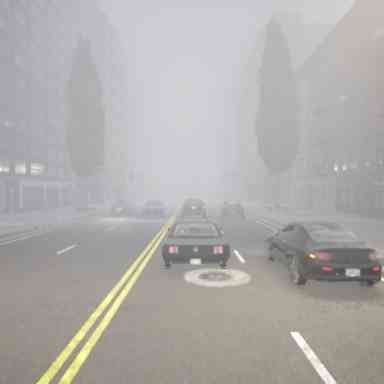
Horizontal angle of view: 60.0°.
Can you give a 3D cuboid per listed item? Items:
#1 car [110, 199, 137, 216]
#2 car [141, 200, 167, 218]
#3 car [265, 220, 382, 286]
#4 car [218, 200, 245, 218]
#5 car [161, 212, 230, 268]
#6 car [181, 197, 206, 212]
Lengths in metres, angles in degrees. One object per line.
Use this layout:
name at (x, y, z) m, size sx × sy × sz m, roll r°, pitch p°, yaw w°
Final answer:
car at (-6.543, 1.432, 32.173) m, size 2.128 × 1.511 × 4.902 m, roll 0°, pitch 0°, yaw 0°
car at (-3.308, 1.421, 29.787) m, size 1.882 × 1.535 × 5.008 m, roll 0°, pitch 0°, yaw 0°
car at (3.345, 1.509, 9.230) m, size 1.812 × 1.442 × 4.674 m, roll 0°, pitch 0°, yaw 0°
car at (3.371, 1.437, 28.894) m, size 2.128 × 1.511 × 4.902 m, roll 0°, pitch 0°, yaw 0°
car at (0.100, 1.581, 11.167) m, size 1.895 × 1.301 × 4.718 m, roll 0°, pitch 0°, yaw 0°
car at (0.120, 1.298, 28.685) m, size 2.097 × 1.767 × 4.553 m, roll 0°, pitch 0°, yaw 0°
